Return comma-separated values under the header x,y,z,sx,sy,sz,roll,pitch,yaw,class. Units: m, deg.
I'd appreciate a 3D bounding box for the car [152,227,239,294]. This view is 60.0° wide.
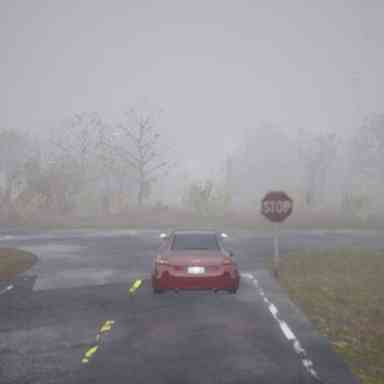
x,y,z,sx,sy,sz,roll,pitch,yaw,class
0.051,1.623,9.000,1.994,1.385,4.181,0,0,-1,car
